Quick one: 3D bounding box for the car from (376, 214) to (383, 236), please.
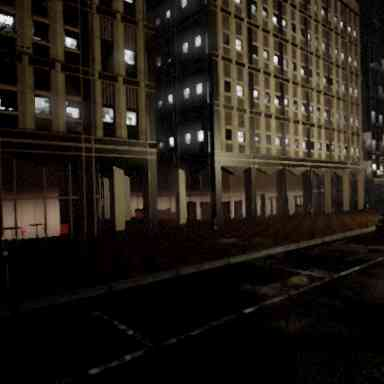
[{"bbox_3d":[10.417,1.355,16.082,4.403,1.369,2.008,-1,-1,-41],"label":"car"}]
